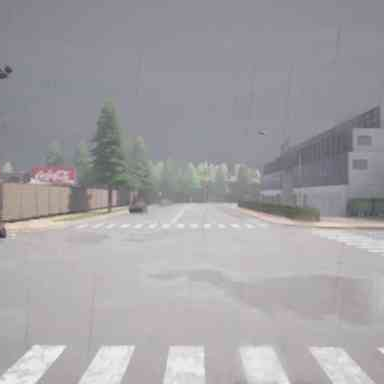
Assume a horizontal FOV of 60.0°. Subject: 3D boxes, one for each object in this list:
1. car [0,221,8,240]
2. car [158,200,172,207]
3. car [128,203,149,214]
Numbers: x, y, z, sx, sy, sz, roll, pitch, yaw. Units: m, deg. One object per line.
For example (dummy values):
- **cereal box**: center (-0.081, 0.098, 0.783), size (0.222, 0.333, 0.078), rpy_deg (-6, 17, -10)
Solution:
- **car**: center (-10.938, 1.751, 15.479), size (4.181, 1.385, 1.994), rpy_deg (0, 0, -35)
- **car**: center (-5.544, 2.341, 69.220), size (1.812, 1.442, 4.674), rpy_deg (0, -1, 11)
- **car**: center (-6.730, 2.099, 42.053), size (1.895, 1.301, 4.718), rpy_deg (0, -1, 1)
